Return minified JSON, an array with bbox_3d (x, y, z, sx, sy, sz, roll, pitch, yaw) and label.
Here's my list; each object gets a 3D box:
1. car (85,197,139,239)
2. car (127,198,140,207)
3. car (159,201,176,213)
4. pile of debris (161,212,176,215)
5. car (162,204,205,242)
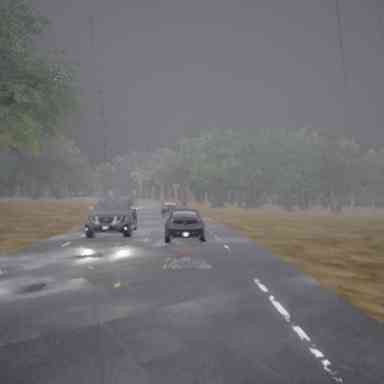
[{"bbox_3d":[-4.260,1.323,18.363,2.150,2.045,5.566,0,0,-4],"label":"car"},{"bbox_3d":[-10.402,1.901,58.843,2.033,1.411,5.357,0,0,-13],"label":"car"},{"bbox_3d":[-2.496,1.710,36.840,1.812,1.442,4.674,0,0,-8],"label":"car"},{"bbox_3d":[-2.592,2.361,36.883,1.500,0.140,1.860,0,0,-8],"label":"pile of debris"},{"bbox_3d":[-0.429,1.570,16.779,1.837,1.490,4.892,0,0,-4],"label":"car"}]
